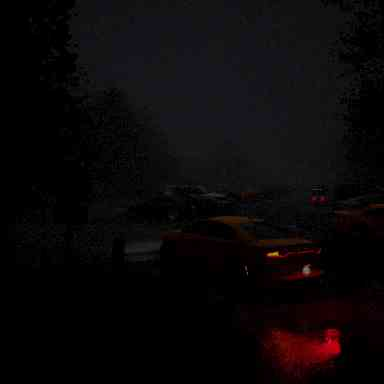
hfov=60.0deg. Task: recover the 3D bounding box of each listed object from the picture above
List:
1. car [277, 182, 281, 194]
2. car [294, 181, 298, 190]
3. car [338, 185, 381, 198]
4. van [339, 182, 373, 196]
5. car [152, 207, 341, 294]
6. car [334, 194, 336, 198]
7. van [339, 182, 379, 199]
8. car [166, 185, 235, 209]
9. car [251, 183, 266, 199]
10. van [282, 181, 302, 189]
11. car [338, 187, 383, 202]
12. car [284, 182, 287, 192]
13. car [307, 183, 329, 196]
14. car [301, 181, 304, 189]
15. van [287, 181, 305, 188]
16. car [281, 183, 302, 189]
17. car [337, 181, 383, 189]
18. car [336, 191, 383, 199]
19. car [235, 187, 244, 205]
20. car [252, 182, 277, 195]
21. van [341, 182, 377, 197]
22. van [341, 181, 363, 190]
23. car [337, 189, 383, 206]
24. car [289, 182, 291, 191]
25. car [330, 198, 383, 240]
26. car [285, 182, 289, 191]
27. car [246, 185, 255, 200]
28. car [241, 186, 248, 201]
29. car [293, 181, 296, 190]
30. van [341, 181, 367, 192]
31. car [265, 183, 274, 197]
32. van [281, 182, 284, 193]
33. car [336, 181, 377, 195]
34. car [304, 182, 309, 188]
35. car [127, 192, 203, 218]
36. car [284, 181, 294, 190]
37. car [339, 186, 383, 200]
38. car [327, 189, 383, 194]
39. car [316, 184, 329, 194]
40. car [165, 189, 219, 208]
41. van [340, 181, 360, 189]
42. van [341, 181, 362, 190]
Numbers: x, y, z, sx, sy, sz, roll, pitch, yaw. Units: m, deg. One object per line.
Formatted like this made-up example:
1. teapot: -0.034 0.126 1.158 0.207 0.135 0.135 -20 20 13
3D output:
1. car: 10.412 -0.279 49.999 4.792 1.488 2.163 1 2 24
2. car: 18.301 -0.981 67.746 4.892 1.521 2.231 1 2 24
3. car: 22.307 -0.096 44.621 5.008 1.535 2.097 1 2 24
4. van: 24.454 -0.516 49.717 4.442 1.987 1.878 1 2 24
5. car: 0.942 1.359 8.600 1.882 1.535 5.008 2 -1 -32
6. car: 10.989 1.074 19.375 4.792 1.488 2.163 1 3 24
7. van: 21.068 -0.224 42.116 4.442 1.987 1.878 1 3 24
8. car: 0.231 0.463 27.204 5.566 2.045 2.435 1 3 24
9. car: 5.744 0.103 40.074 5.366 1.575 1.946 1 3 24
10. van: 24.990 -1.787 82.982 4.442 1.987 1.878 1 2 24
11. car: 18.996 0.237 37.152 4.792 1.488 2.163 1 3 24
12. car: 12.622 -0.472 55.090 4.792 1.488 2.163 1 2 24
13. car: 18.185 -0.197 47.515 2.128 1.511 4.902 1 2 24
14. car: 22.828 -1.367 77.879 5.008 1.535 2.097 1 2 24
15. van: 28.378 -2.001 90.570 4.442 1.987 1.878 1 1 24
16. car: 23.967 -1.423 80.411 4.674 1.452 2.002 1 2 24
17. car: 15.557 0.314 29.445 5.566 2.045 2.435 1 3 24
18. car: 9.965 1.034 16.930 4.553 1.767 2.185 1 3 24
19. car: 1.507 0.593 29.684 5.366 1.575 1.946 1 3 24
20. car: 9.284 -0.335 47.462 4.553 1.767 2.185 1 3 24
21. van: 23.538 -0.416 47.094 4.442 1.987 1.878 1 2 24
22. van: 36.010 -1.476 75.015 4.442 1.987 1.878 1 2 24
23. car: 16.635 0.473 32.007 4.792 1.488 2.163 1 3 24
24. car: 14.885 -0.665 60.157 4.792 1.488 2.163 1 2 24
25. car: 8.803 1.279 14.423 5.008 1.535 2.097 1 3 24
26. car: 13.754 -0.568 57.624 4.792 1.488 2.163 1 2 24
27. car: 3.431 0.347 34.900 5.366 1.575 1.946 1 3 24
28. car: 2.475 0.474 32.290 4.892 1.521 2.231 1 3 24
29. car: 17.181 -0.885 65.208 4.892 1.521 2.231 1 2 24
30. van: 31.493 -1.092 64.904 4.442 1.987 1.878 1 2 24
31. car: 7.163 0.000 42.343 5.366 1.575 1.946 1 3 24
32. van: 11.624 -0.629 52.488 4.442 1.987 1.878 1 2 24
33. car: 25.664 -0.636 52.207 5.566 2.045 2.435 1 2 24
34. car: 26.254 -1.906 85.456 5.566 2.045 2.435 1 2 24
35. car: -2.084 0.983 22.176 4.792 1.488 2.163 1 3 24
36. car: 15.874 -0.796 62.753 5.366 1.575 1.946 1 2 24
37. car: 20.072 0.134 39.559 4.792 1.488 2.163 1 3 24
38. car: 13.104 0.798 24.491 5.366 1.575 1.946 1 3 24
39. car: 22.382 -0.568 56.911 1.882 1.535 5.008 1 2 24
40. car: -0.921 0.834 24.693 5.008 1.535 2.097 1 3 24
41. van: 38.058 -1.672 80.172 4.442 1.987 1.878 1 2 24
42. van: 37.088 -1.567 77.429 4.442 1.987 1.878 1 2 24
